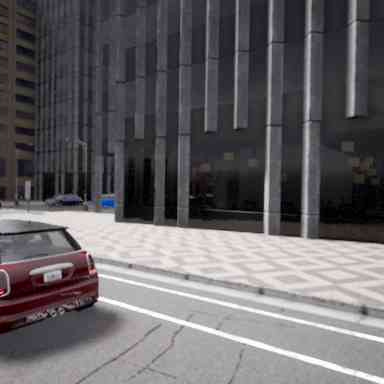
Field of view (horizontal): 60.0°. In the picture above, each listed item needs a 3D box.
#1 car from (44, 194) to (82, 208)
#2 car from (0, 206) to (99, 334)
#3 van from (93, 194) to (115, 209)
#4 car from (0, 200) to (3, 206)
[{"bbox_3d":[-16.292,1.072,42.135,2.097,1.767,4.553,1,1,36],"label":"car"},{"bbox_3d":[-3.928,1.317,6.485,4.553,1.767,2.097,1,1,35],"label":"car"},{"bbox_3d":[-10.148,1.175,40.632,1.690,1.788,3.998,2,1,36],"label":"van"},{"bbox_3d":[-23.433,1.116,36.805,1.967,1.590,4.097,2,1,36],"label":"car"}]
